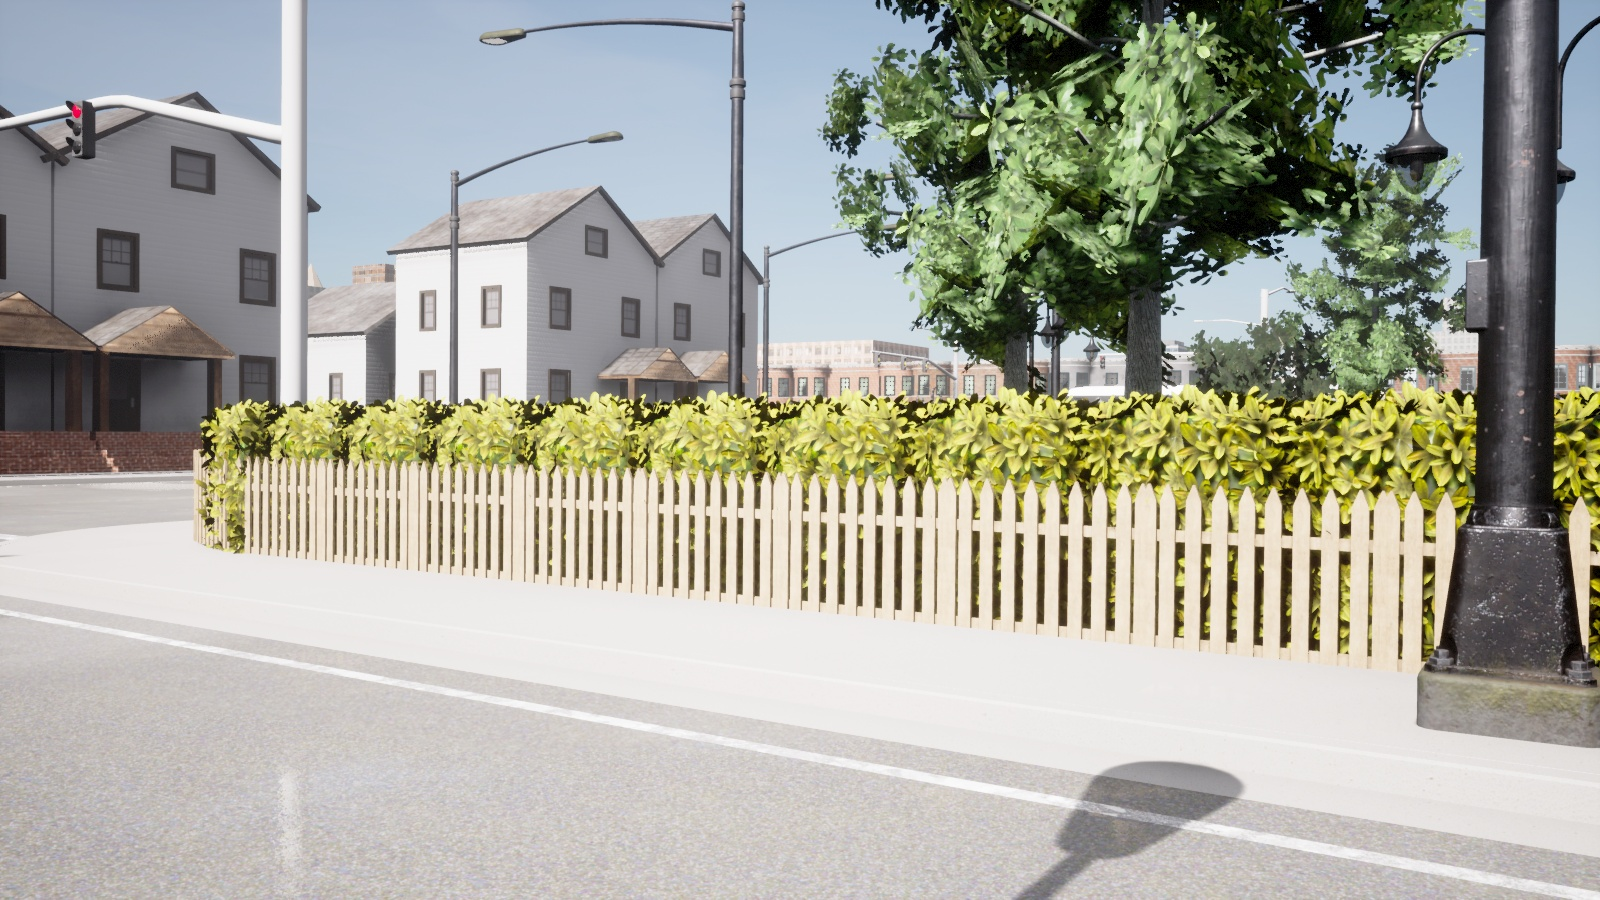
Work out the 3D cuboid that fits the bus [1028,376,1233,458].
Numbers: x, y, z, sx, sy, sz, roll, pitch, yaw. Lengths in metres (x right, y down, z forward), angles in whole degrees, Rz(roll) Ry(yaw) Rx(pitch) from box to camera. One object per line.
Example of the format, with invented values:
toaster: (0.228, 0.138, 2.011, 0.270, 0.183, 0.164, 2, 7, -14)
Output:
bus: (18.296, -1.764, 69.854, 10.273, 4.253, 3.944, 0, 1, 33)
